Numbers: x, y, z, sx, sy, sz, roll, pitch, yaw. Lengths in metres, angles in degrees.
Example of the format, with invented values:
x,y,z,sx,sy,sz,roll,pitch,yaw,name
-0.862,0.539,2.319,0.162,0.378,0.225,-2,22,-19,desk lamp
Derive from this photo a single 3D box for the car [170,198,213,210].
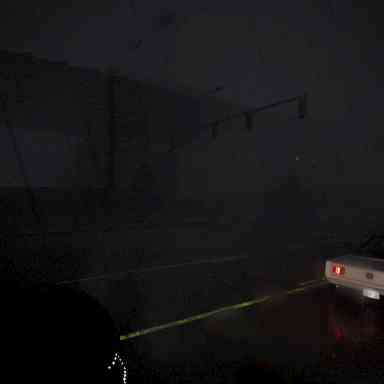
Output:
x,y,z,sx,sy,sz,roll,pitch,yaw,name
0.008,1.295,36.399,4.536,1.218,1.853,0,0,8,car

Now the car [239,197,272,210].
x,y,z,sx,sy,sz,roll,pitch,yaw,name
7.661,1.295,42.834,4.536,1.218,1.853,0,0,-7,car

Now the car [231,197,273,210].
x,y,z,sx,sy,sz,roll,pitch,yaw,name
7.712,1.453,42.840,4.974,1.542,2.038,0,0,-7,car

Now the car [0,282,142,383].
x,y,z,sx,sy,sz,roll,pitch,yaw,name
-3.003,1.221,1.607,5.566,2.045,2.150,0,0,-35,car

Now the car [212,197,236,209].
x,y,z,sx,sy,sz,roll,pitch,yaw,name
3.819,1.295,39.129,1.853,1.218,4.536,0,0,18,car

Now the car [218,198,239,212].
x,y,z,sx,sy,sz,roll,pitch,yaw,name
3.803,1.453,39.079,2.038,1.542,4.974,0,0,18,car

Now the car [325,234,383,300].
x,y,z,sx,sy,sz,roll,pitch,yaw,name
5.142,1.601,7.447,4.718,1.301,1.895,0,0,-35,car

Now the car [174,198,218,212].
x,y,z,sx,sy,sz,roll,pitch,yaw,name
0.060,1.453,36.392,4.974,1.542,2.038,0,0,8,car
